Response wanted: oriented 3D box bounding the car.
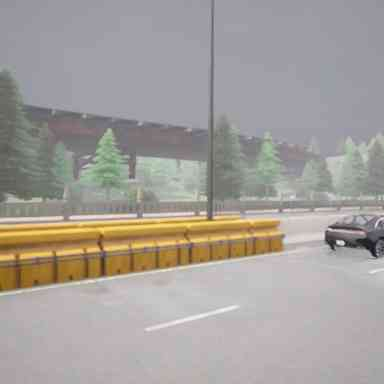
[{"bbox_3d":[7.334,1.642,13.377,4.902,1.511,2.128,1,0,-35],"label":"car"}]
